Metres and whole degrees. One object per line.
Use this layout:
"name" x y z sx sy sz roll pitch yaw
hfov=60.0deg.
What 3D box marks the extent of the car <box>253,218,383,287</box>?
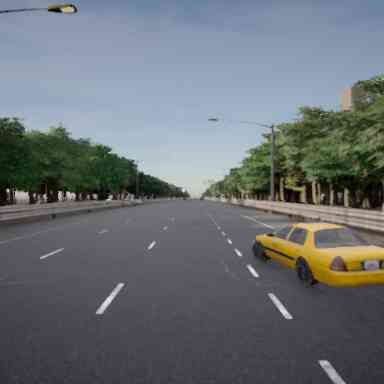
"car" 3.320 1.498 9.463 1.801 1.575 5.366 -2 0 -10
